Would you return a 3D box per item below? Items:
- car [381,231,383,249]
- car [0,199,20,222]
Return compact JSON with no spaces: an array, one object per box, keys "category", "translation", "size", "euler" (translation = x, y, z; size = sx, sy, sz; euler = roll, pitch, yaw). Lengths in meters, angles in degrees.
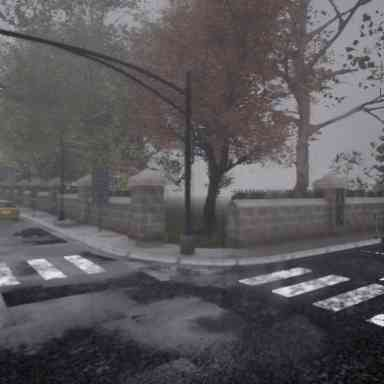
[{"category":"car","translation":[9.199,1.555,13.116],"size":[4.313,1.339,1.947],"euler":[0,0,-35]},{"category":"car","translation":[-12.189,1.122,21.253],"size":[1.752,1.417,4.829],"euler":[1,0,-36]}]
